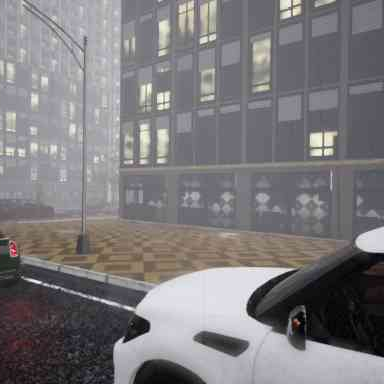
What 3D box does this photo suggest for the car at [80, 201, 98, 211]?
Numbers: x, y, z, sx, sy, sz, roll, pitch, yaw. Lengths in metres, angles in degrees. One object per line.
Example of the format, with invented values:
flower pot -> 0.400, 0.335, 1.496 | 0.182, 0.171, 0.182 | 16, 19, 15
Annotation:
car -> -12.315, 1.821, 43.736 | 1.895, 1.301, 4.718 | 1, 0, 36

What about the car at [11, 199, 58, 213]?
car -> -18.632, 1.641, 39.533 | 1.752, 1.417, 4.829 | 1, 0, 36

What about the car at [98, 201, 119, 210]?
car -> -8.337, 1.829, 39.387 | 1.752, 1.417, 4.829 | 1, 0, 36

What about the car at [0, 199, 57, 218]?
car -> -15.119, 1.518, 30.164 | 2.192, 1.841, 5.009 | 1, 0, 36

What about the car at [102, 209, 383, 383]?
car -> 1.919, 1.222, 2.313 | 5.566, 2.045, 2.150 | 0, 0, 36

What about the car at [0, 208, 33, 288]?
car -> -6.157, 1.348, 8.049 | 4.553, 1.767, 2.097 | 0, 0, 35
